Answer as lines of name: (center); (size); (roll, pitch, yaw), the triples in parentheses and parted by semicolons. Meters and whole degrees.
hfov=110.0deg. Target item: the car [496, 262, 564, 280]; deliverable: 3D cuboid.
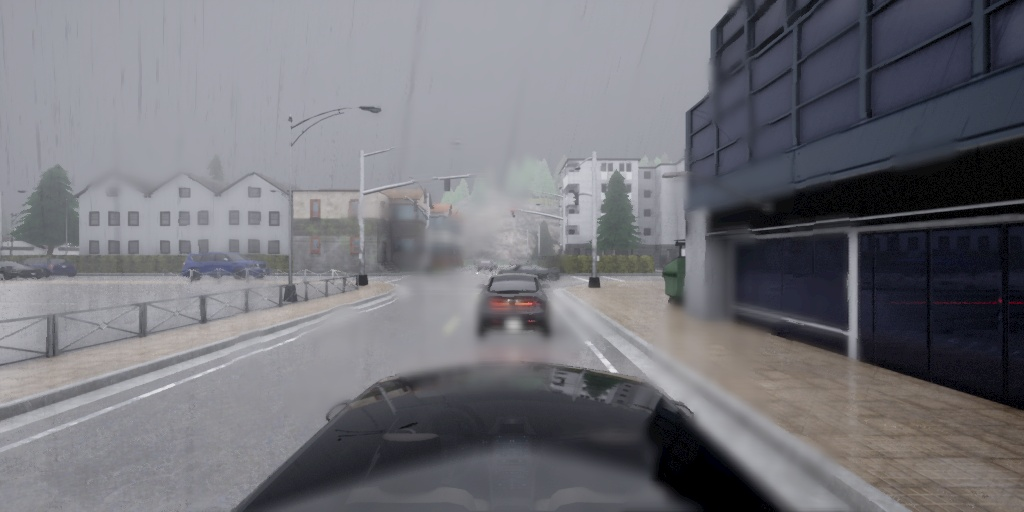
car: (1.385, 1.296, 26.288); (4.718, 1.301, 1.895); (1, 0, 0)

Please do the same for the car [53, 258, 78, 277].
car: (-39.812, 0.925, 30.196); (4.553, 1.767, 2.097); (0, 0, 0)

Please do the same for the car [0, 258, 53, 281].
car: (-37.840, 1.051, 26.516); (5.008, 1.535, 1.882); (0, 0, 1)

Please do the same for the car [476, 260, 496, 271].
car: (-3.484, 1.275, 47.623); (1.812, 1.442, 4.674); (0, 0, 0)

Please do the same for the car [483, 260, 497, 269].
car: (-3.443, 1.350, 57.507); (1.895, 1.301, 4.718); (0, 0, 0)

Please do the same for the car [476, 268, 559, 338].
car: (0.076, 1.255, 10.218); (1.837, 1.490, 4.892); (0, 0, 1)

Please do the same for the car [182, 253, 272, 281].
car: (-20.932, 0.796, 26.400); (5.566, 2.045, 2.150); (0, 0, 0)
